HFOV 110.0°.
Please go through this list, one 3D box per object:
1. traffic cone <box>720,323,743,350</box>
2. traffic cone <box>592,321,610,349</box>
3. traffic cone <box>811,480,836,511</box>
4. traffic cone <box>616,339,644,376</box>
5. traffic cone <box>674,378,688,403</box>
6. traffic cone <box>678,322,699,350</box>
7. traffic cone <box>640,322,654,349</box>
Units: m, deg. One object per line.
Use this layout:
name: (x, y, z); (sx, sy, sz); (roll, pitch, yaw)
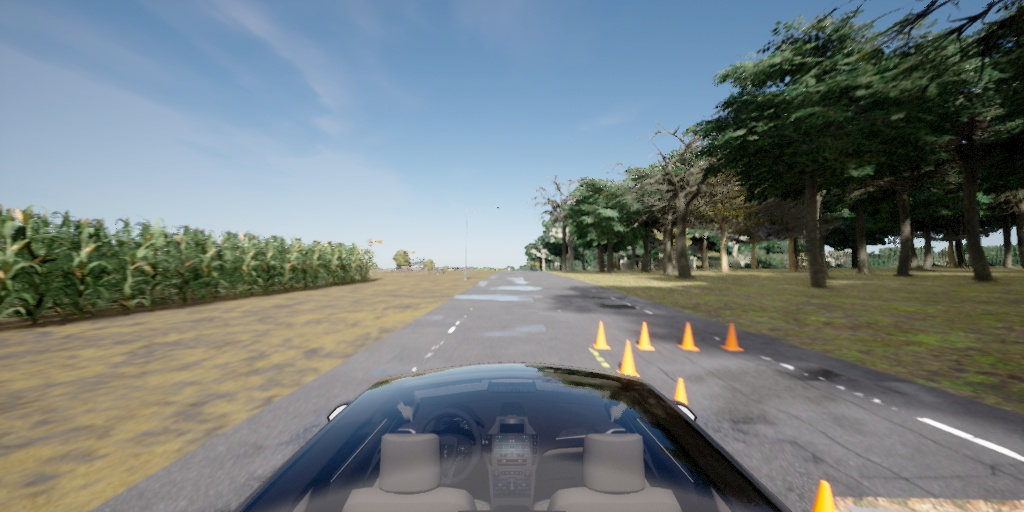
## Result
traffic cone: (5.051, 1.834, 8.244); (0.340, 0.580, 0.340); (0, 0, 1)
traffic cone: (2.054, 1.803, 8.277); (0.340, 0.580, 0.340); (0, 0, 1)
traffic cone: (1.987, 1.733, 2.278); (0.340, 0.580, 0.340); (0, 0, 1)
traffic cone: (2.032, 1.779, 6.278); (0.340, 0.580, 0.340); (0, 0, 1)
traffic cone: (2.010, 1.755, 4.278); (0.340, 0.580, 0.340); (0, 0, 1)
traffic cone: (4.052, 1.823, 8.255); (0.340, 0.580, 0.340); (0, 0, 1)
traffic cone: (3.053, 1.813, 8.266); (0.340, 0.580, 0.340); (0, 0, 1)
